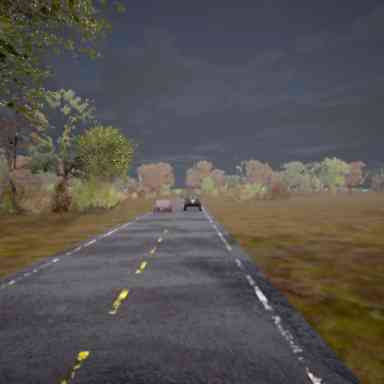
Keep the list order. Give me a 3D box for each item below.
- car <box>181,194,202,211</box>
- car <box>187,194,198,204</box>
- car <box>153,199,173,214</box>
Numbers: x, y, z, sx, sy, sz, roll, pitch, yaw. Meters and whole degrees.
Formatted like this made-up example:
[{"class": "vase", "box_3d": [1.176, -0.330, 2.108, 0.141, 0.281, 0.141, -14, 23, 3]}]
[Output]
[{"class": "car", "box_3d": [0.084, 1.246, 41.821, 2.150, 2.045, 5.566, 0, 0, 0]}, {"class": "car", "box_3d": [0.071, 1.372, 63.199, 2.097, 1.767, 4.553, 0, 0, 0]}, {"class": "car", "box_3d": [-3.106, 1.501, 36.524, 1.882, 1.535, 5.008, 0, 0, 0]}]
